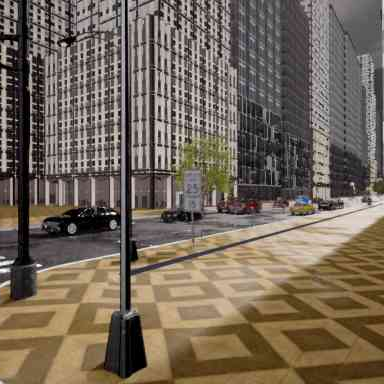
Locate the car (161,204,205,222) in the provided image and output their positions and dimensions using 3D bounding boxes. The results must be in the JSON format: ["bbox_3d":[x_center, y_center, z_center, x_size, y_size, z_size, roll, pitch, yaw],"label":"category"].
[{"bbox_3d":[-0.674,1.679,27.512,1.994,1.385,4.181,0,0,35],"label":"car"}]

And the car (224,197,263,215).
[{"bbox_3d":[5.808,1.512,36.929,2.097,1.767,4.553,0,0,33],"label":"car"}]

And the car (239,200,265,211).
[{"bbox_3d":[8.147,1.764,44.924,1.947,1.339,4.313,0,0,35],"label":"car"}]

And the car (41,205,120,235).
[{"bbox_3d":[-6.273,1.577,19.387,1.837,1.490,4.892,0,0,35],"label":"car"}]

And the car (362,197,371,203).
[{"bbox_3d":[40.880,1.850,77.730,1.947,1.339,4.313,0,0,35],"label":"car"}]

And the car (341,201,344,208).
[{"bbox_3d":[21.509,1.753,49.564,2.008,1.369,4.403,0,0,35],"label":"car"}]

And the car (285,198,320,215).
[{"bbox_3d":[11.920,1.673,35.622,1.752,1.417,4.829,0,0,35],"label":"car"}]

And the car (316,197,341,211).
[{"bbox_3d":[18.281,1.751,44.870,1.947,1.339,4.313,0,0,35],"label":"car"}]

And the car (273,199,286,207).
[{"bbox_3d":[14.604,1.816,54.312,1.802,1.307,4.206,0,0,35],"label":"car"}]

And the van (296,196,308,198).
[{"bbox_3d":[21.061,1.606,63.705,1.690,1.788,3.998,0,0,35],"label":"van"}]

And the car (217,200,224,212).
[{"bbox_3d":[4.918,1.494,40.233,2.192,1.841,5.009,-1,-1,35],"label":"car"}]
